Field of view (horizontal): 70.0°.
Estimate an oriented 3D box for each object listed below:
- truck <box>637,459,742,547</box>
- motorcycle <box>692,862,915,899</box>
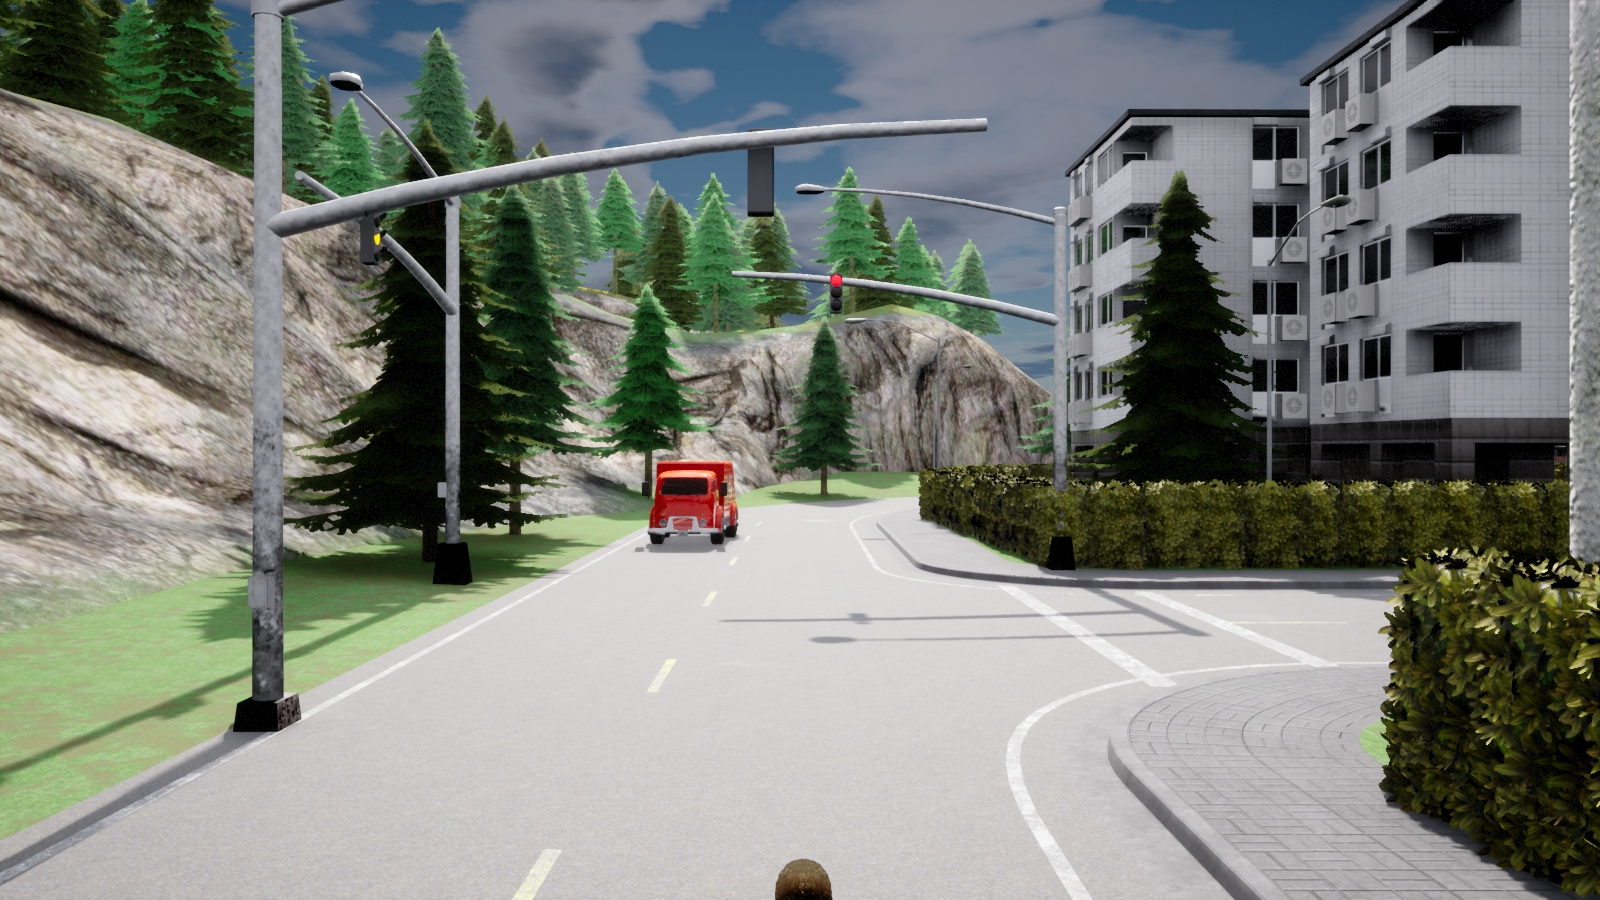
[{"bbox_3d":[-3.310,1.548,35.380,2.627,2.467,5.204,0,0,1],"label":"truck"},{"bbox_3d":[0.010,2.193,3.477,0.803,1.145,2.033,0,0,0],"label":"motorcycle"}]
